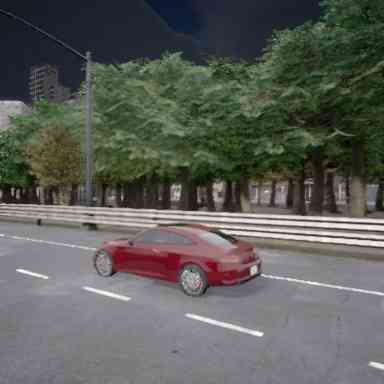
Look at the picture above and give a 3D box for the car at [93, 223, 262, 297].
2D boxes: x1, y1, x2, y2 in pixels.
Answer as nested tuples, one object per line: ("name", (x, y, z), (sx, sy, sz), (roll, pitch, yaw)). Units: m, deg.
("car", (-0.533, 1.528, 8.549), (4.674, 1.442, 1.812), (0, 0, 36))
